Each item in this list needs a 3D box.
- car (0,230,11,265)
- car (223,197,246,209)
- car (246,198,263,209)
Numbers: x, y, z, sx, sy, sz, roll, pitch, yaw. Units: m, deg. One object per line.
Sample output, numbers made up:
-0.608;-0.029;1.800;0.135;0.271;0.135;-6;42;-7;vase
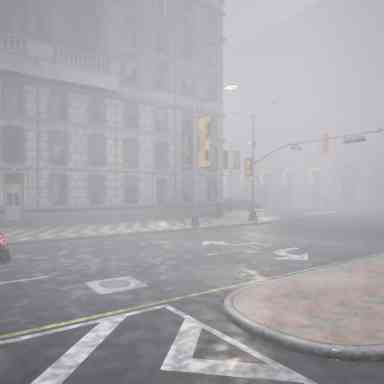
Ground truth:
-7.329;1.352;8.599;4.553;1.767;2.097;0;0;-35;car
4.497;1.505;44.358;1.837;1.490;4.892;0;0;-36;car
7.371;1.547;46.347;2.033;1.411;5.357;0;0;-36;car
